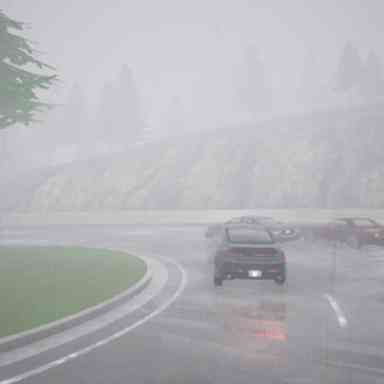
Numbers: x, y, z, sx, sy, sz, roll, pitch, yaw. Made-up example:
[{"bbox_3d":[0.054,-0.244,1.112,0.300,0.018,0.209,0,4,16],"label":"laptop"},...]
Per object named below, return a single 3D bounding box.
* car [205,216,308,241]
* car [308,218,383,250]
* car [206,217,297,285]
[{"bbox_3d":[2.960,1.935,17.217,2.033,1.411,5.357,0,-2,-34],"label":"car"},{"bbox_3d":[7.332,1.875,15.914,1.895,1.301,4.718,0,-2,-20],"label":"car"},{"bbox_3d":[1.520,1.746,10.295,1.837,1.490,4.892,1,-1,1],"label":"car"}]
